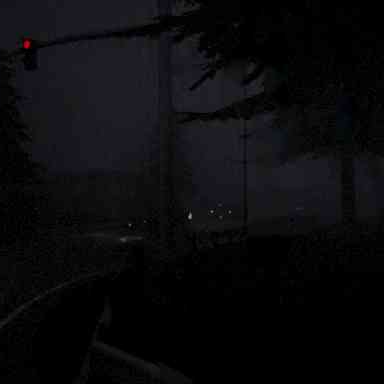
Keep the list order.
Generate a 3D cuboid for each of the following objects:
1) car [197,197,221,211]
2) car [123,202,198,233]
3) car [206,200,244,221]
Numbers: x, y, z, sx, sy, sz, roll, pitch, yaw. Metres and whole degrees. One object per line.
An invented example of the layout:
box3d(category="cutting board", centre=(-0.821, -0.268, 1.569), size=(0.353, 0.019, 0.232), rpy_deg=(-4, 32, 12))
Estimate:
box3d(category="car", centre=(2.461, 1.349, 37.826), size=(2.097, 1.767, 4.553), rpy_deg=(0, 0, -39))
box3d(category="car", centre=(-1.923, 1.493, 19.723), size=(1.837, 1.490, 4.892), rpy_deg=(0, 0, 35))
box3d(category="car", centre=(3.057, 1.589, 27.545), size=(1.895, 1.301, 4.718), rpy_deg=(0, 0, 23))
